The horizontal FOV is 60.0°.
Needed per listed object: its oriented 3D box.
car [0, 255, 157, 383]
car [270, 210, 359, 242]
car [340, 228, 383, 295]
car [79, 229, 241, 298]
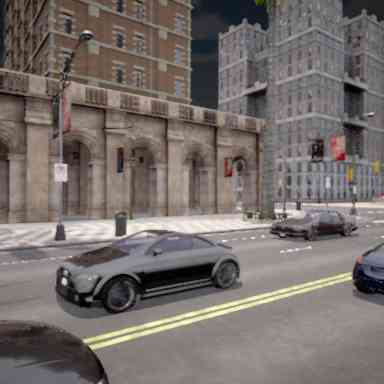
[{"bbox_3d":[-2.861,1.483,1.710,4.902,1.511,2.128,0,0,-35],"label":"car"},{"bbox_3d":[6.426,1.634,17.120,5.357,1.411,2.033,0,0,-35],"label":"car"},{"bbox_3d":[5.591,1.615,7.727,4.181,1.385,1.994,0,0,-36],"label":"car"},{"bbox_3d":[-0.867,1.584,7.666,4.181,1.385,1.994,0,0,-35],"label":"car"}]
